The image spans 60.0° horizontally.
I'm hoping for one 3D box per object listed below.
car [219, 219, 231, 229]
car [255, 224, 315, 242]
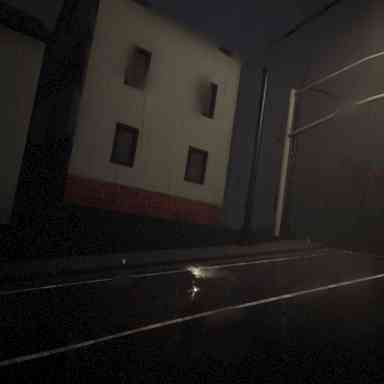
[{"bbox_3d":[2.366,3.561,37.299,1.837,1.490,4.892,13,-7,-35],"label":"car"},{"bbox_3d":[8.035,3.573,29.285,2.033,1.411,5.357,12,-7,-35],"label":"car"}]
